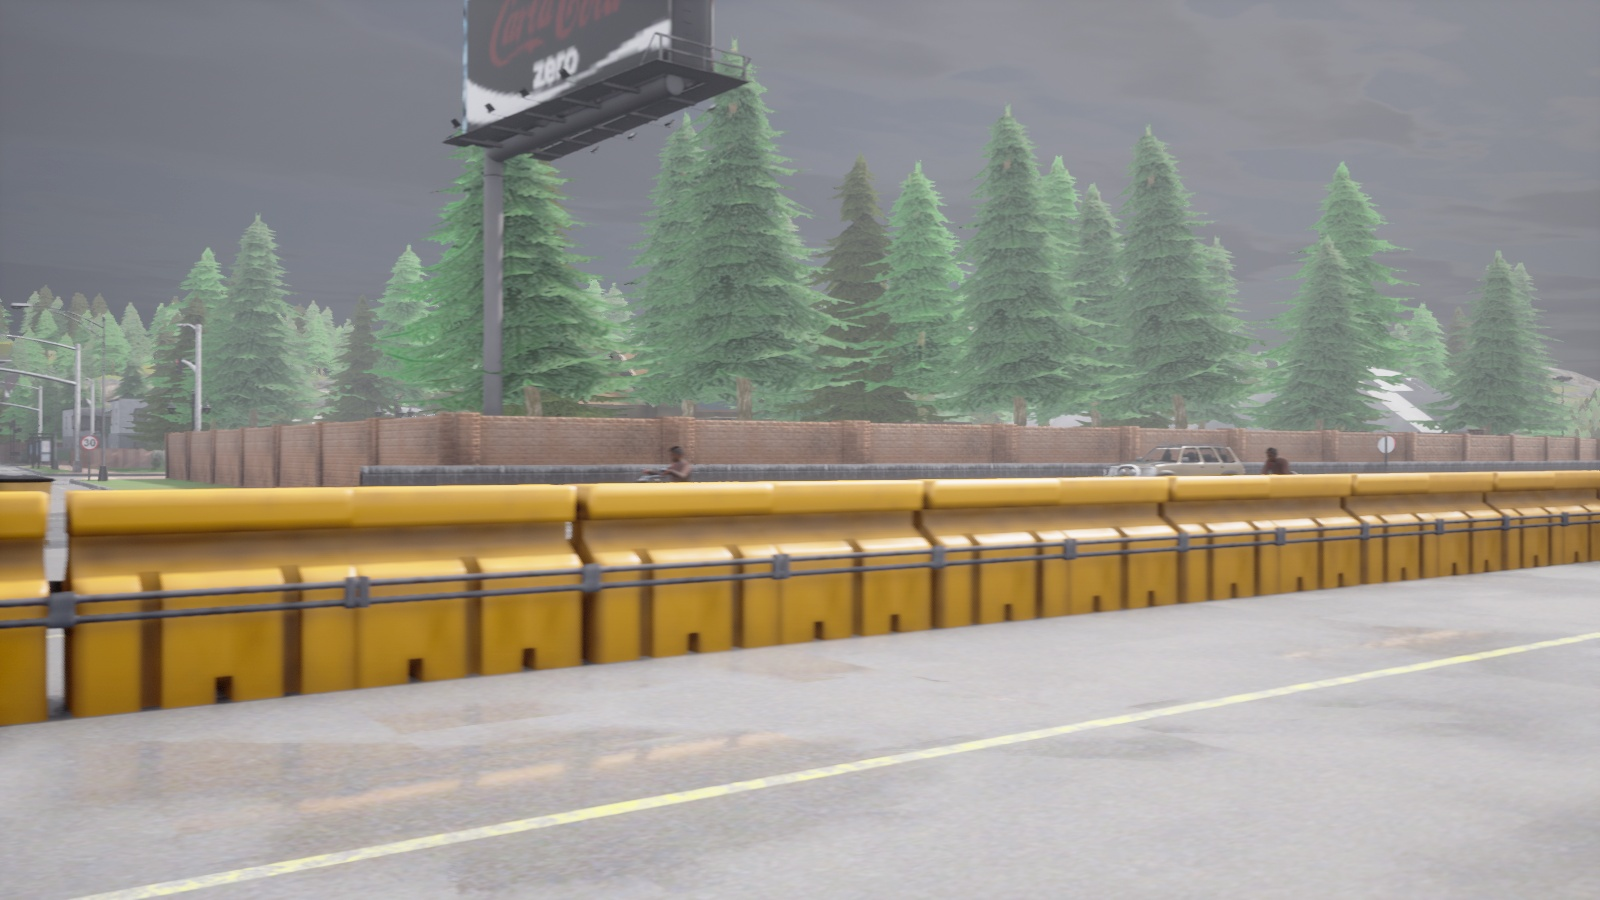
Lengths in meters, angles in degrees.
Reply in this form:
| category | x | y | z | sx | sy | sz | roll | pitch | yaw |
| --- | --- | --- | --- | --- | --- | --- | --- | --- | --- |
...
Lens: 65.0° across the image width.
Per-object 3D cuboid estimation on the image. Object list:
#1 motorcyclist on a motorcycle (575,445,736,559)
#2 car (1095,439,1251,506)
| category | x | y | z | sx | sy | sz | roll | pitch | yaw |
| --- | --- | --- | --- | --- | --- | --- | --- | --- | --- |
| motorcyclist on a motorcycle | -2.186 | 0.747 | 19.191 | 2.350 | 1.649 | 0.766 | 0 | 0 | -35 |
| car | 10.992 | 0.628 | 36.873 | 4.605 | 1.855 | 1.932 | 0 | 0 | -35 |
